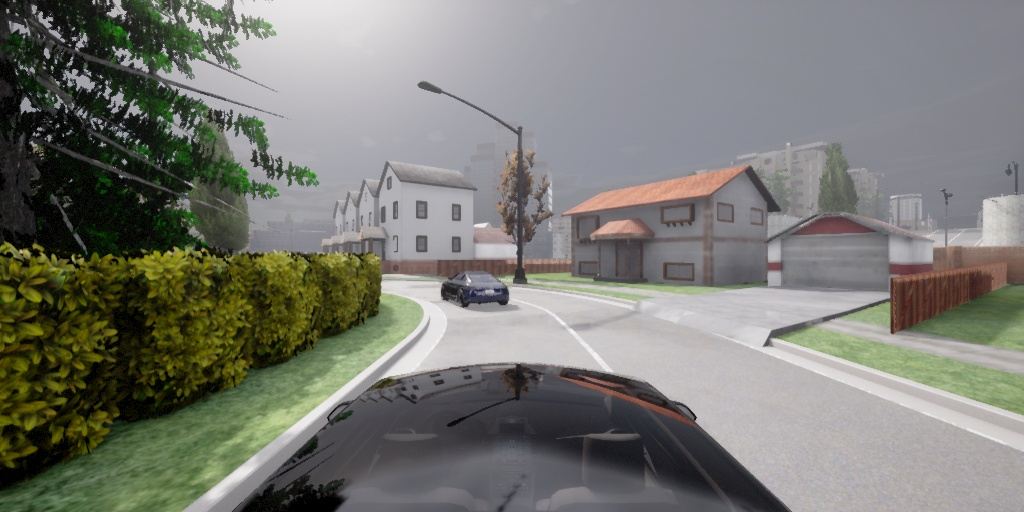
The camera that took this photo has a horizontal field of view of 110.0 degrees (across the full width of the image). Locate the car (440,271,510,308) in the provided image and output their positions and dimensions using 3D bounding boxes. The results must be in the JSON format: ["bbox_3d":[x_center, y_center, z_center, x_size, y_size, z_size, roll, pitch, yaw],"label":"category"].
[{"bbox_3d":[-1.705,1.322,15.448,1.994,1.385,4.181,0,0,-25],"label":"car"}]
